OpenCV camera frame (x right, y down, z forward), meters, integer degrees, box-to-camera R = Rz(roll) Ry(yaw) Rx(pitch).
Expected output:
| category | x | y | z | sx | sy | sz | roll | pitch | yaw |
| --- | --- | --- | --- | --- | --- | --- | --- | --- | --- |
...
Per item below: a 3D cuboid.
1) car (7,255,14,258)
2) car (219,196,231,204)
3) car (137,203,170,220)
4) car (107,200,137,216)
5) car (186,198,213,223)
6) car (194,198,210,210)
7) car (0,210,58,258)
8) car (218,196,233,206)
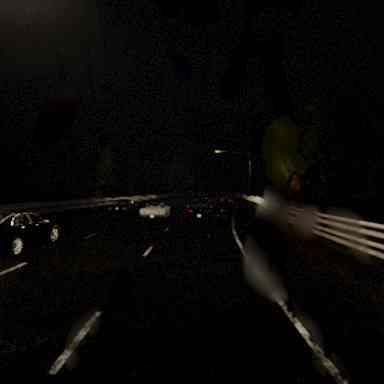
| category | x | y | z | sx | sy | sz | roll | pitch | yaw |
| --- | --- | --- | --- | --- | --- | --- | --- | --- | --- |
| car | -3.373 | 1.555 | 2.266 | 1.994 | 1.385 | 4.181 | 0 | 0 | 0 |
| car | 5.895 | 1.431 | 59.914 | 1.895 | 1.301 | 4.718 | 0 | 0 | 4 |
| car | -2.880 | 1.512 | 26.931 | 1.895 | 1.301 | 4.718 | 0 | 0 | 2 |
| car | -6.242 | 1.446 | 30.609 | 2.033 | 1.411 | 5.357 | 0 | 0 | 2 |
| car | 0.559 | 1.444 | 24.933 | 1.812 | 1.442 | 4.674 | 0 | 0 | 2 |
| car | 1.336 | 1.433 | 42.250 | 1.994 | 1.385 | 4.181 | 0 | 0 | 3 |
| car | -6.760 | 1.459 | 12.593 | 1.837 | 1.490 | 4.892 | 0 | 0 | 1 |
| car | 5.089 | 1.378 | 50.340 | 1.812 | 1.442 | 4.674 | 0 | 0 | 6 |
